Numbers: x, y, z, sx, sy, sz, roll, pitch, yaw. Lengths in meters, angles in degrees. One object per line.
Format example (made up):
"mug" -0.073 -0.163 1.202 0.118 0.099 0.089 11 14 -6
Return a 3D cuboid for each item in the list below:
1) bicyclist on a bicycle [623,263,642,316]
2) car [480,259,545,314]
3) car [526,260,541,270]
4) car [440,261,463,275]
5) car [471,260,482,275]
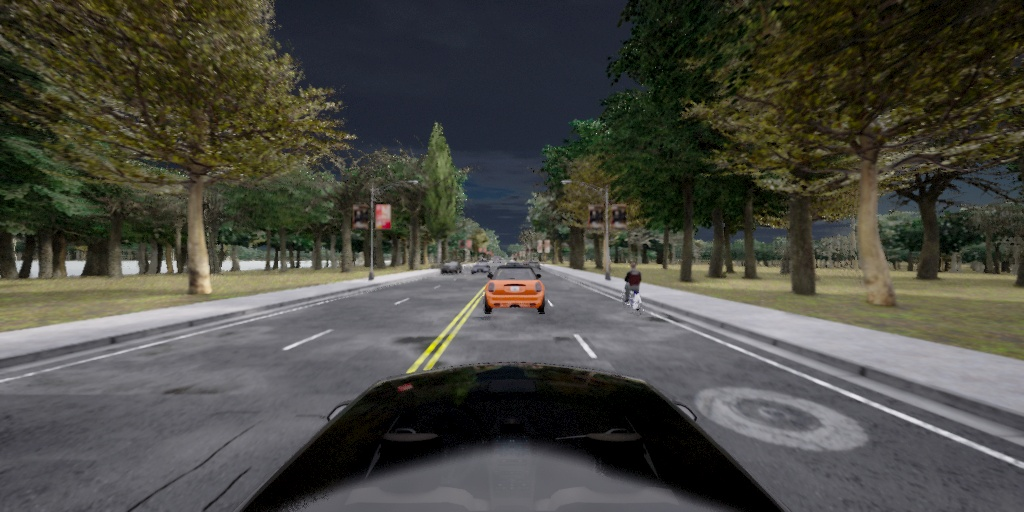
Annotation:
"bicyclist on a bicycle" 4.138 1.129 12.434 0.659 1.776 1.843 0 0 0
"car" 0.095 1.112 14.038 2.097 1.767 4.553 0 0 0
"car" 3.332 1.378 56.077 2.128 1.511 4.902 0 0 0
"car" -6.604 1.298 39.581 1.882 1.535 5.008 0 0 0
"car" -3.352 1.386 39.723 1.994 1.385 4.181 0 0 0
